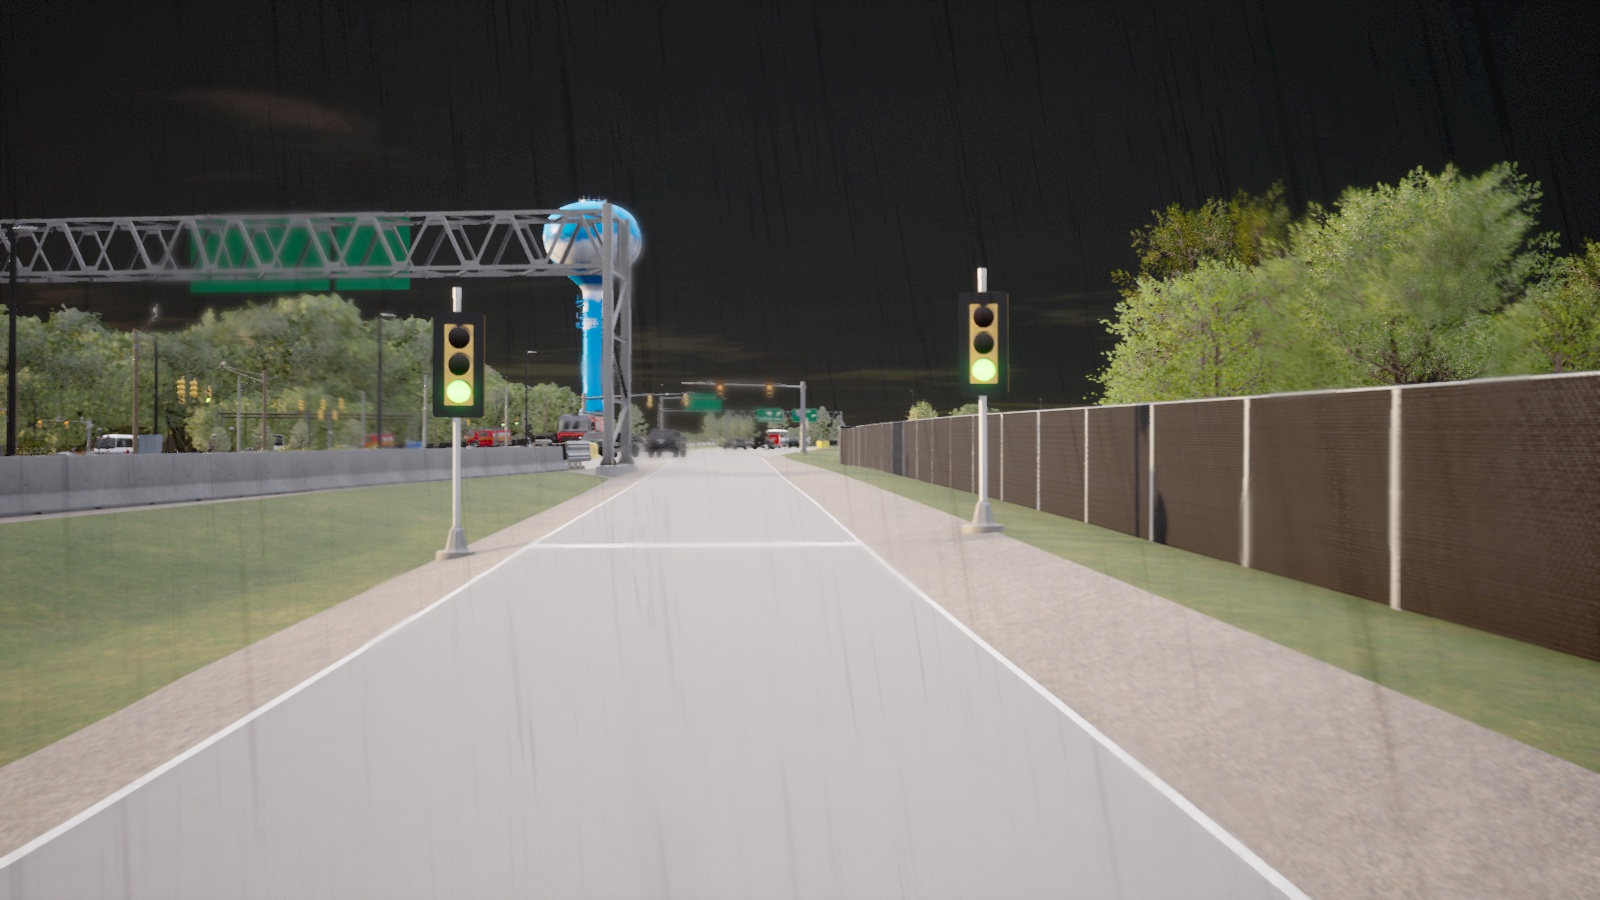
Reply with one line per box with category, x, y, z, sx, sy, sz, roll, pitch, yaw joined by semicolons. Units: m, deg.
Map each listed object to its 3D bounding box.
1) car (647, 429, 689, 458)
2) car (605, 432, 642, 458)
car;-9.681;-0.480;92.521;2.150;2.045;5.566;0;0;4
car;-13.122;-0.402;93.490;1.905;1.878;3.866;0;0;4
